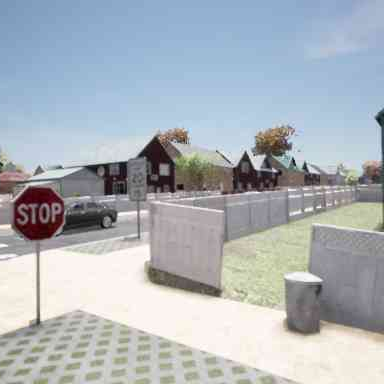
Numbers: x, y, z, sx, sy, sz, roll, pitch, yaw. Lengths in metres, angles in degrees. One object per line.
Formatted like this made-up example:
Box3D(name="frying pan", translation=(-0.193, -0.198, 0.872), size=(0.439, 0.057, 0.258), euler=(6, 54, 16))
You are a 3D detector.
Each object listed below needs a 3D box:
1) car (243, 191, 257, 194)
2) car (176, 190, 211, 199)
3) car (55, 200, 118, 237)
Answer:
Box3D(name="car", translation=(5.862, 0.683, 33.196), size=(1.812, 1.442, 4.674), euler=(-1, 1, 36))
Box3D(name="car", translation=(-0.053, 0.785, 24.810), size=(2.097, 1.767, 4.553), euler=(-1, 1, 35))
Box3D(name="car", translation=(-5.905, 1.212, 16.494), size=(1.837, 1.490, 4.892), euler=(-1, 1, 35))
